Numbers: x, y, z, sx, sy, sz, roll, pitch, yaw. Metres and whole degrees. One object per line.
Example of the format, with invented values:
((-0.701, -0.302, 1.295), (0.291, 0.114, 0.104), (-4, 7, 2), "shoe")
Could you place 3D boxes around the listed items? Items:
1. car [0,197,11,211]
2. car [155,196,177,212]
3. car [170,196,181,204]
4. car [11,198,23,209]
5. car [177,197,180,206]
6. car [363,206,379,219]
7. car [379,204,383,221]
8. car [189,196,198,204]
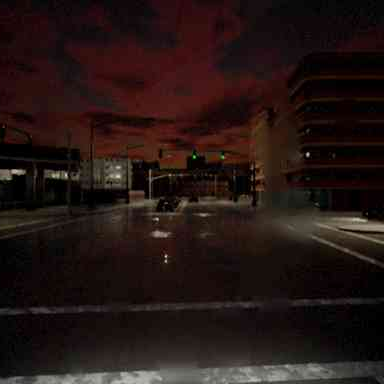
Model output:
((-23.292, 1.313, 36.957), (4.611, 1.667, 2.242), (0, 0, 1), "car")
((-3.076, 1.524, 38.385), (1.837, 1.490, 4.892), (0, 0, -1), "car")
((-3.252, 1.597, 66.797), (1.994, 1.385, 4.181), (0, 0, 0), "car")
((-24.005, 1.476, 42.708), (3.806, 1.475, 1.970), (0, 0, 1), "car")
((-3.185, 1.375, 47.589), (2.097, 1.767, 4.553), (0, 0, 0), "car")
((16.233, 1.577, 27.011), (4.181, 1.385, 1.994), (0, 0, 1), "car")
((16.314, 1.613, 23.528), (4.718, 1.301, 1.895), (0, 0, -3), "car")
((0.246, 1.538, 67.054), (1.837, 1.490, 4.892), (0, 0, 0), "car")
